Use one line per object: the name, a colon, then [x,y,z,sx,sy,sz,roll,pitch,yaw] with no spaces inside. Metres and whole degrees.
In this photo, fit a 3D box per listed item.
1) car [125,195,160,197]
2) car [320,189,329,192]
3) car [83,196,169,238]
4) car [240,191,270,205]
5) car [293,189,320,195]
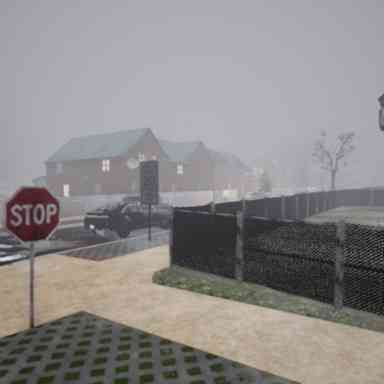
car: [-3.421,0.974,20.214,2.097,1.767,4.553,0,1,34]
car: [19.383,0.251,49.433,1.882,1.535,5.008,0,1,34]
car: [-2.842,1.187,15.933,2.128,1.511,4.902,0,1,34]
car: [6.749,0.680,35.522,2.128,1.511,4.902,0,1,34]
car: [13.868,0.498,41.034,1.837,1.490,4.892,0,1,34]
